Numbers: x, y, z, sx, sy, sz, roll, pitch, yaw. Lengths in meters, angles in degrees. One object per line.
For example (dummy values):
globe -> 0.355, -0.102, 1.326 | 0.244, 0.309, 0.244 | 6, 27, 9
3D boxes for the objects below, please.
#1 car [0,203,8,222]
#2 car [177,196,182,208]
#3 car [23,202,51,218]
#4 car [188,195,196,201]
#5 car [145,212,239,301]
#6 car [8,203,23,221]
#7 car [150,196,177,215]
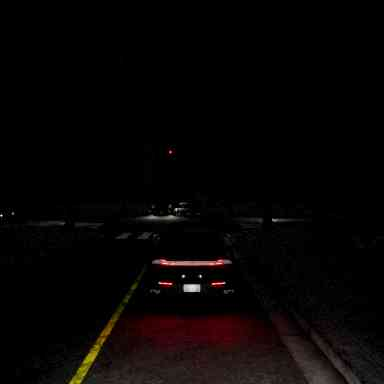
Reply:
car -> -14.773, 1.540, 21.470 | 4.313, 1.339, 1.947 | 0, 0, 0
car -> -2.855, 1.531, 47.025 | 1.994, 1.385, 4.181 | 0, 0, 0
car -> -14.768, 1.580, 29.496 | 4.313, 1.339, 1.947 | 0, 0, 0
car -> -0.012, 1.451, 81.346 | 1.812, 1.442, 4.674 | 0, 0, 0
car -> 0.000, 1.492, 8.323 | 2.128, 1.511, 4.902 | 0, 0, 0
car -> -15.688, 1.209, 24.011 | 5.566, 2.045, 2.150 | 0, 0, 0
car -> -2.855, 1.337, 32.916 | 2.097, 1.767, 4.553 | 0, 0, 0
